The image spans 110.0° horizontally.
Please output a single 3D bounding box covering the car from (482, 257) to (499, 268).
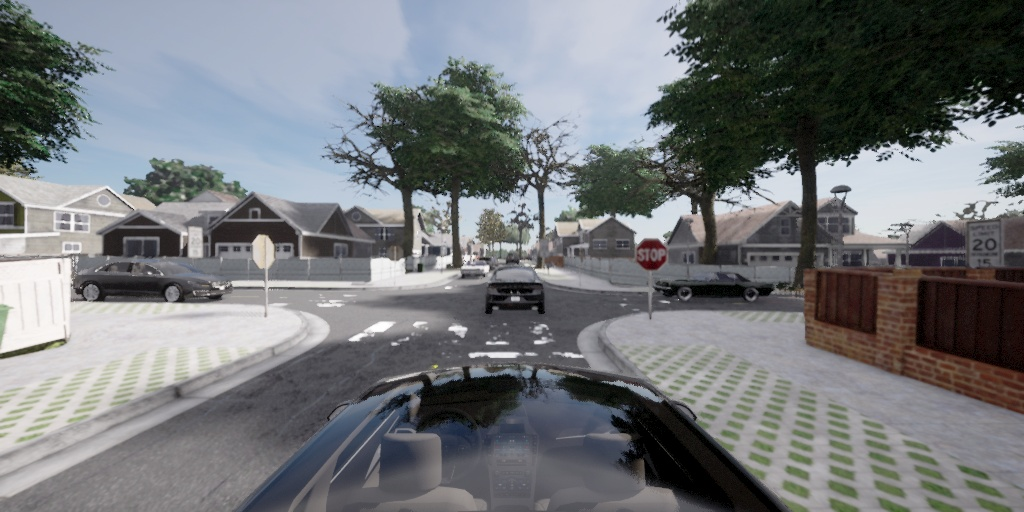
[{"bbox_3d":[-2.846,0.828,49.060,2.033,1.411,5.357,0,0,0],"label":"car"}]

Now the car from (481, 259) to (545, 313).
[{"bbox_3d":[0.099,1.072,13.090,1.882,1.535,5.008,0,1,0],"label":"car"}]

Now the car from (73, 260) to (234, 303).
[{"bbox_3d":[-12.947,0.891,13.104,4.892,1.490,1.837,1,0,2],"label":"car"}]

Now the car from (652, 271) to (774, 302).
[{"bbox_3d":[9.016,1.344,16.408,4.718,1.301,1.895,1,0,-1],"label":"car"}]

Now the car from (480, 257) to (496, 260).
[{"bbox_3d":[-2.846,0.844,38.544,1.837,1.490,4.892,0,0,0],"label":"car"}]

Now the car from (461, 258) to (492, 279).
[{"bbox_3d":[-2.851,1.024,28.175,1.895,1.301,4.718,0,1,0],"label":"car"}]

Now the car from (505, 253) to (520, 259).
[{"bbox_3d":[0.093,0.466,58.334,2.150,2.045,5.566,0,0,0],"label":"car"}]
